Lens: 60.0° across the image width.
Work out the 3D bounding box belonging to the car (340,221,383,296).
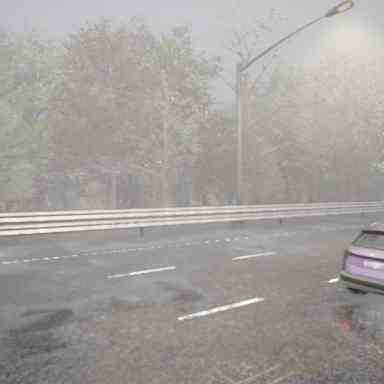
[{"bbox_3d":[5.306,1.442,7.492,4.856,1.649,2.033,0,0,-34],"label":"car"}]
